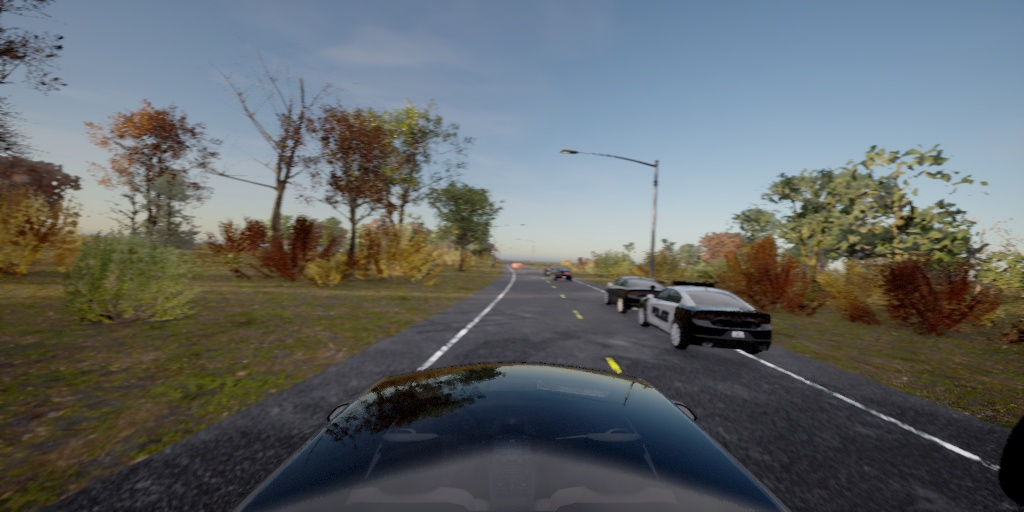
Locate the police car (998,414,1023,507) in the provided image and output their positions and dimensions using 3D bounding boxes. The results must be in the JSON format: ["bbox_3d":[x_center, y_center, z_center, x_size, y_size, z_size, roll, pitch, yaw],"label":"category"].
[{"bbox_3d":[4.247,1.377,0.348,1.930,1.638,5.238,3,-1,6],"label":"police car"}]

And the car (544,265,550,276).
[{"bbox_3d":[5.621,2.089,51.074,2.128,1.511,4.902,3,-1,-1],"label":"car"}]

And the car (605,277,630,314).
[{"bbox_3d":[5.534,1.677,16.272,1.882,1.535,5.008,3,-1,4],"label":"car"}]

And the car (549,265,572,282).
[{"bbox_3d":[5.507,1.972,39.754,1.837,1.490,4.892,3,0,1],"label":"car"}]

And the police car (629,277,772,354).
[{"bbox_3d":[5.118,1.538,10.364,1.930,1.638,5.238,3,-1,4],"label":"police car"}]
